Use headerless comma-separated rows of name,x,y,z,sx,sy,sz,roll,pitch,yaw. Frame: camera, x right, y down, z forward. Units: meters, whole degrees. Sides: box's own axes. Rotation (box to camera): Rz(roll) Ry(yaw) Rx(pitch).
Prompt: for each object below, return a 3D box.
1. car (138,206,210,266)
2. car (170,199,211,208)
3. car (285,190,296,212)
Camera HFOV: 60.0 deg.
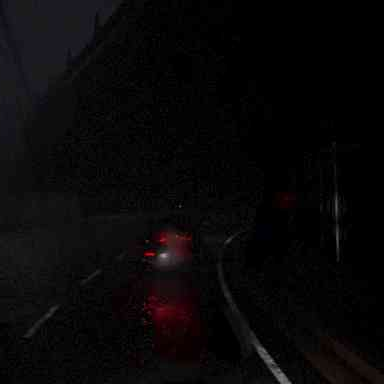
car,-0.515,1.477,11.405,1.837,1.490,4.892,-3,0,6
car,-0.194,1.471,35.364,1.895,1.301,4.718,-2,0,44
car,11.051,0.745,31.250,5.566,2.045,2.150,-2,0,-38
